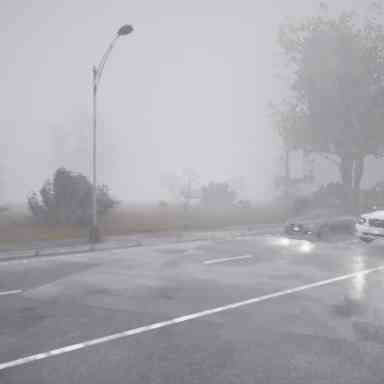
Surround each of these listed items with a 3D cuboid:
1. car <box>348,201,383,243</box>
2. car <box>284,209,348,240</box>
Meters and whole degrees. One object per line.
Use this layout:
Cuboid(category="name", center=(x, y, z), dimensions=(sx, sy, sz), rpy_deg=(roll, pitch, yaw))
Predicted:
Cuboid(category="car", center=(9.646, 1.222, 14.776), dimensions=(5.566, 2.045, 2.150), rpy_deg=(0, 0, -33))
Cuboid(category="car", center=(6.642, 1.563, 16.966), dimensions=(4.181, 1.385, 1.994), rpy_deg=(0, 0, -34))
